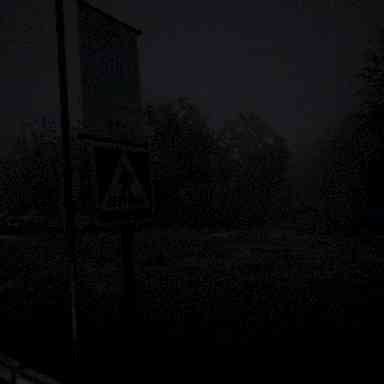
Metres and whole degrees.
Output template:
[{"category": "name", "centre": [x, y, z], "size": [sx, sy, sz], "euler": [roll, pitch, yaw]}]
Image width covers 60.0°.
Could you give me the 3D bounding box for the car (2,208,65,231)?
[{"category": "car", "centre": [-14.975, 2.689, 32.818], "size": [2.435, 2.045, 5.566], "euler": [-5, -3, 35]}]

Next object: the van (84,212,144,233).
[{"category": "van", "centre": [-5.878, 2.093, 26.357], "size": [1.878, 1.987, 4.442], "euler": [-4, -2, 35]}]

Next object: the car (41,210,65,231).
[{"category": "car", "centre": [-10.161, 2.605, 29.717], "size": [1.946, 1.575, 5.366], "euler": [-4, -2, 35]}]

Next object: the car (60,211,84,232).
[{"category": "car", "centre": [-7.983, 2.461, 28.195], "size": [1.946, 1.575, 5.366], "euler": [-4, -2, 35]}]

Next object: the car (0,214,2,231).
[{"category": "car", "centre": [-17.242, 3.118, 34.412], "size": [2.231, 1.521, 4.892], "euler": [-5, -3, 35]}]
